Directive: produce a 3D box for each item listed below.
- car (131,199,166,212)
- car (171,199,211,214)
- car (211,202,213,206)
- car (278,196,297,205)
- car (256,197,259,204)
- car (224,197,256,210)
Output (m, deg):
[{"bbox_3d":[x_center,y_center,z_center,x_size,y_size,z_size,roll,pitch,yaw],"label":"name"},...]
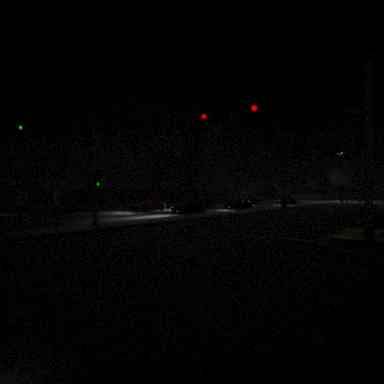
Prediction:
[{"bbox_3d":[-5.406,1.637,41.767,1.882,1.535,5.008,0,0,36],"label":"car"},{"bbox_3d":[-0.258,1.721,36.960,1.895,1.301,4.718,0,0,36],"label":"car"},{"bbox_3d":[1.176,1.758,50.807,1.895,1.301,4.718,0,0,36],"label":"car"},{"bbox_3d":[17.598,1.468,61.401,2.097,1.767,4.553,0,0,37],"label":"car"},{"bbox_3d":[11.421,1.661,64.788,1.837,1.490,4.892,0,0,36],"label":"car"},{"bbox_3d":[6.461,1.666,46.184,2.033,1.411,5.357,0,0,36],"label":"car"}]
